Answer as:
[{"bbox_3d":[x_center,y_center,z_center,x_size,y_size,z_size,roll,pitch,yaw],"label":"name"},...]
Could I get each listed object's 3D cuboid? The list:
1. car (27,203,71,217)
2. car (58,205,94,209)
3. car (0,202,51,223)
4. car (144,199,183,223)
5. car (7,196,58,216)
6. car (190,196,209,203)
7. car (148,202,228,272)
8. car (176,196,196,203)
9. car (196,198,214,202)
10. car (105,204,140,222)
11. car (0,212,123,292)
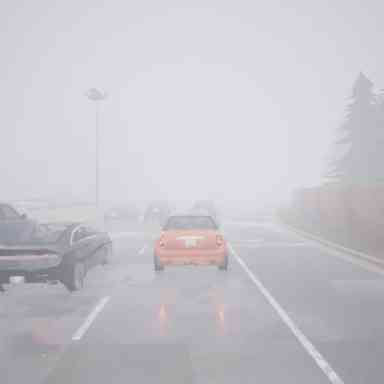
[{"bbox_3d":[-15.220,1.867,35.669,1.895,1.301,4.718,-1,0,13],"label":"car"},{"bbox_3d":[-11.893,1.706,34.339,1.882,1.535,5.008,-1,0,12],"label":"car"},{"bbox_3d":[-7.048,1.328,11.002,2.150,2.045,5.566,-1,0,0],"label":"car"},{"bbox_3d":[-2.377,1.461,27.060,2.097,1.767,4.553,-1,0,8],"label":"car"},{"bbox_3d":[-18.193,1.529,38.323,2.150,2.045,5.566,-1,-1,14],"label":"car"},{"bbox_3d":[1.777,1.704,74.269,1.837,1.490,4.892,-1,0,34],"label":"car"},{"bbox_3d":[-0.039,1.388,11.108,2.097,1.767,4.553,-1,0,0],"label":"car"},{"bbox_3d":[-1.281,1.765,76.001,2.128,1.511,4.902,-1,0,34],"label":"car"},{"bbox_3d":[1.166,1.425,27.118,2.097,1.767,4.553,-1,0,9],"label":"car"},{"bbox_3d":[-5.802,1.710,27.821,1.994,1.385,4.181,-1,0,9],"label":"car"},{"bbox_3d":[-3.535,1.557,9.116,2.128,1.511,4.902,-1,0,0],"label":"car"}]
